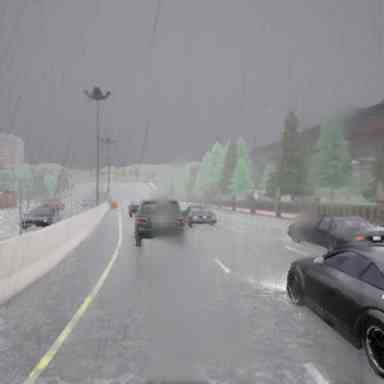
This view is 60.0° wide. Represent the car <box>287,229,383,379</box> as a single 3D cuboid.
[{"bbox_3d":[3.116,1.588,5.527,1.994,1.385,4.181,0,0,-4],"label":"car"}]

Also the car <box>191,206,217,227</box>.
[{"bbox_3d":[0.301,1.717,24.128,2.033,1.411,5.357,0,0,-12],"label":"car"}]

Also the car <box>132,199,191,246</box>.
[{"bbox_3d":[-1.696,1.347,16.158,2.150,2.045,5.566,0,0,-10],"label":"car"}]

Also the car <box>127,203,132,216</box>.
[{"bbox_3d":[-5.852,1.790,35.878,1.837,1.490,4.892,0,0,-12],"label":"car"}]

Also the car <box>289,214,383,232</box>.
[{"bbox_3d":[5.810,1.614,13.598,2.033,1.411,5.357,0,0,-8],"label":"car"}]
